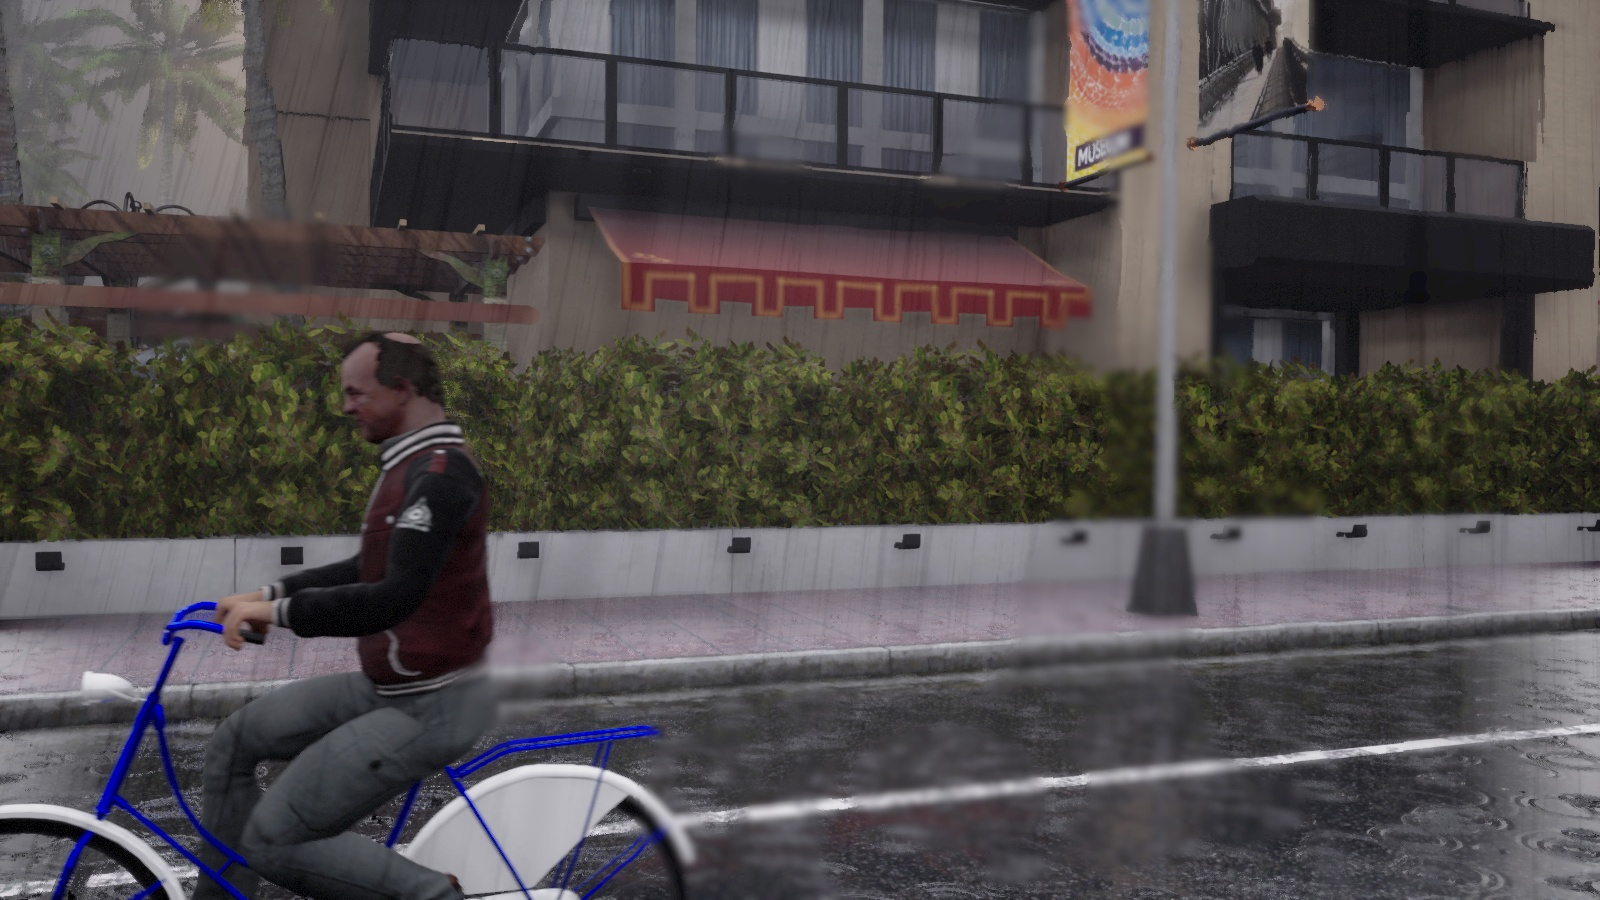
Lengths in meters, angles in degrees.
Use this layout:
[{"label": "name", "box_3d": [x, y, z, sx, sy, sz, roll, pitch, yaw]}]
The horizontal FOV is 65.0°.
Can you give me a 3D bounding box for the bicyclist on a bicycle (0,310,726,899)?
[{"label": "bicyclist on a bicycle", "box_3d": [-1.158, 0.634, 2.792, 1.843, 1.776, 0.659, 1, 0, -21]}]
